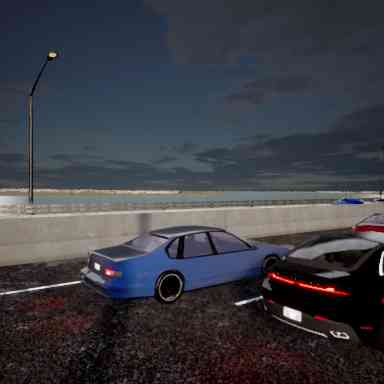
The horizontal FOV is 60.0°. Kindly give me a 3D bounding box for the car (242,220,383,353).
[{"bbox_3d":[3.395,1.505,6.166,4.892,1.490,1.837,0,0,-36],"label":"car"}]

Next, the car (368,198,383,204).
[{"bbox_3d":[24.241,1.528,42.446,4.674,1.442,1.812,0,0,-34],"label":"car"}]

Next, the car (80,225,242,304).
[{"bbox_3d":[0.138,1.548,8.143,5.357,1.411,2.033,0,0,-36],"label":"car"}]

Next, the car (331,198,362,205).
[{"bbox_3d":[20.515,1.481,44.116,5.008,1.535,1.882,0,0,-35],"label":"car"}]

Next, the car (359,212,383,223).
[{"bbox_3d":[8.588,1.566,14.149,4.181,1.385,1.994,0,0,-36],"label":"car"}]
